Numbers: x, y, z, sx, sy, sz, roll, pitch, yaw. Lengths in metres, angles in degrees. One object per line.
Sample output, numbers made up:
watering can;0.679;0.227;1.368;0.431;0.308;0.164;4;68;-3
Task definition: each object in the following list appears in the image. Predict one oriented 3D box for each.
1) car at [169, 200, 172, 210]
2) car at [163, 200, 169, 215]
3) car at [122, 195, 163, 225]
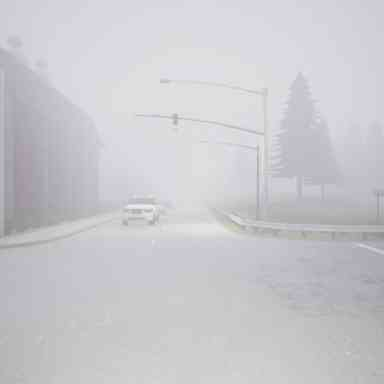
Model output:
car;-3.766;1.689;45.279;1.895;1.301;4.718;0;0;0
car;-3.724;1.594;34.736;1.812;1.442;4.674;0;0;0
car;-3.680;1.272;24.721;2.150;2.045;5.566;0;0;0
